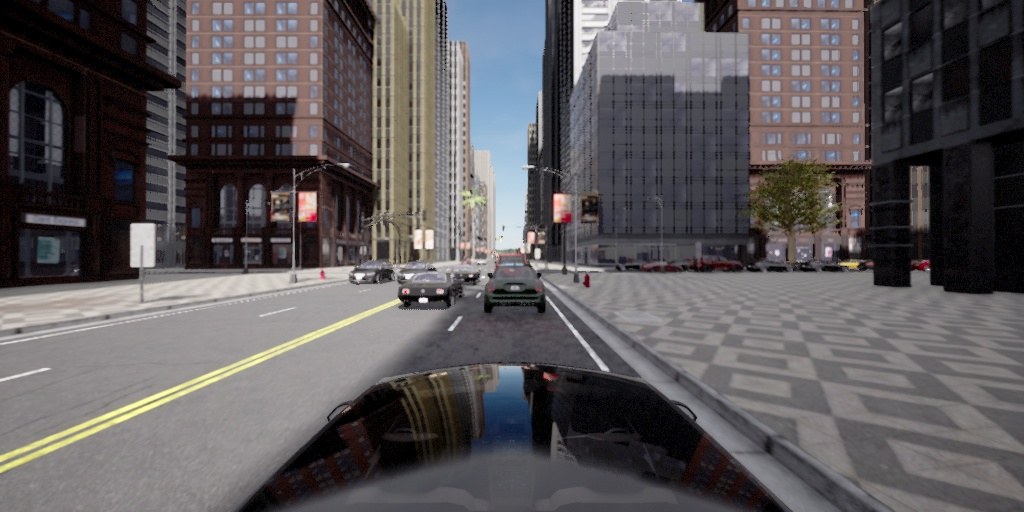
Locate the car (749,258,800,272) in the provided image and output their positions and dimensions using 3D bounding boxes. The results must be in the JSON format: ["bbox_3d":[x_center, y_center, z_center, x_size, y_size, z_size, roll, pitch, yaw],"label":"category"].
[{"bbox_3d":[26.585,1.079,37.014,4.313,1.339,1.948,0,0,-1],"label":"car"}]

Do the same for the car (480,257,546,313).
[{"bbox_3d":[0.094,1.041,13.842,2.097,1.767,4.553,0,0,0],"label":"car"}]

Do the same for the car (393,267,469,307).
[{"bbox_3d":[-3.151,1.286,14.986,1.895,1.301,4.718,0,0,0],"label":"car"}]

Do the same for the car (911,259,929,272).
[{"bbox_3d":[43.498,1.015,37.279,4.507,1.381,1.888,0,0,-1],"label":"car"}]

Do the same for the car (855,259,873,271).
[{"bbox_3d":[41.193,1.017,39.883,4.674,1.442,1.812,0,0,0],"label":"car"}]

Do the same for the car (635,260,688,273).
[{"bbox_3d":[15.310,1.133,36.837,4.207,1.307,1.802,0,0,-1],"label":"car"}]

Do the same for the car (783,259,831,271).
[{"bbox_3d":[35.214,1.090,42.899,4.181,1.385,1.994,0,0,-1],"label":"car"}]

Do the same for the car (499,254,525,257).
[{"bbox_3d":[-0.005,0.884,23.361,2.150,2.045,5.566,0,0,0],"label":"car"}]

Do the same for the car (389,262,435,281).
[{"bbox_3d":[-6.556,1.152,25.169,2.128,1.511,4.902,0,0,1],"label":"car"}]

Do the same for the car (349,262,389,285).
[{"bbox_3d":[-9.806,1.151,25.481,2.128,1.511,4.902,0,0,0],"label":"car"}]

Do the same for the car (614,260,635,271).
[{"bbox_3d":[15.178,1.171,45.361,4.313,1.339,1.948,0,0,-1],"label":"car"}]

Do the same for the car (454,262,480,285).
[{"bbox_3d":[-3.156,1.261,24.665,1.895,1.301,4.718,0,0,0],"label":"car"}]

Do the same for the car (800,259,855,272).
[{"bbox_3d":[32.222,1.063,37.102,4.313,1.339,1.948,0,0,-1],"label":"car"}]

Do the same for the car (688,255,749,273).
[{"bbox_3d":[20.948,0.845,36.925,5.009,1.841,2.192,0,0,-1],"label":"car"}]
